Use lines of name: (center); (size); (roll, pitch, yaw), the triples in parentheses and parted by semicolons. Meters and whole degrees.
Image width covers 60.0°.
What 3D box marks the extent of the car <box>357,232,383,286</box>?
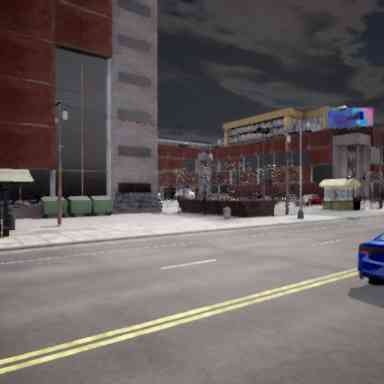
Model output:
car: (6.056, 1.452, 8.133); (5.008, 1.535, 1.882); (0, 0, -35)

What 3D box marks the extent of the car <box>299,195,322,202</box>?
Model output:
car: (23.563, 1.267, 66.223); (4.674, 1.452, 2.002); (0, 0, -36)

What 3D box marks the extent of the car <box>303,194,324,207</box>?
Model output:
car: (16.676, 1.146, 47.154); (4.553, 1.767, 2.185); (0, 0, -36)
